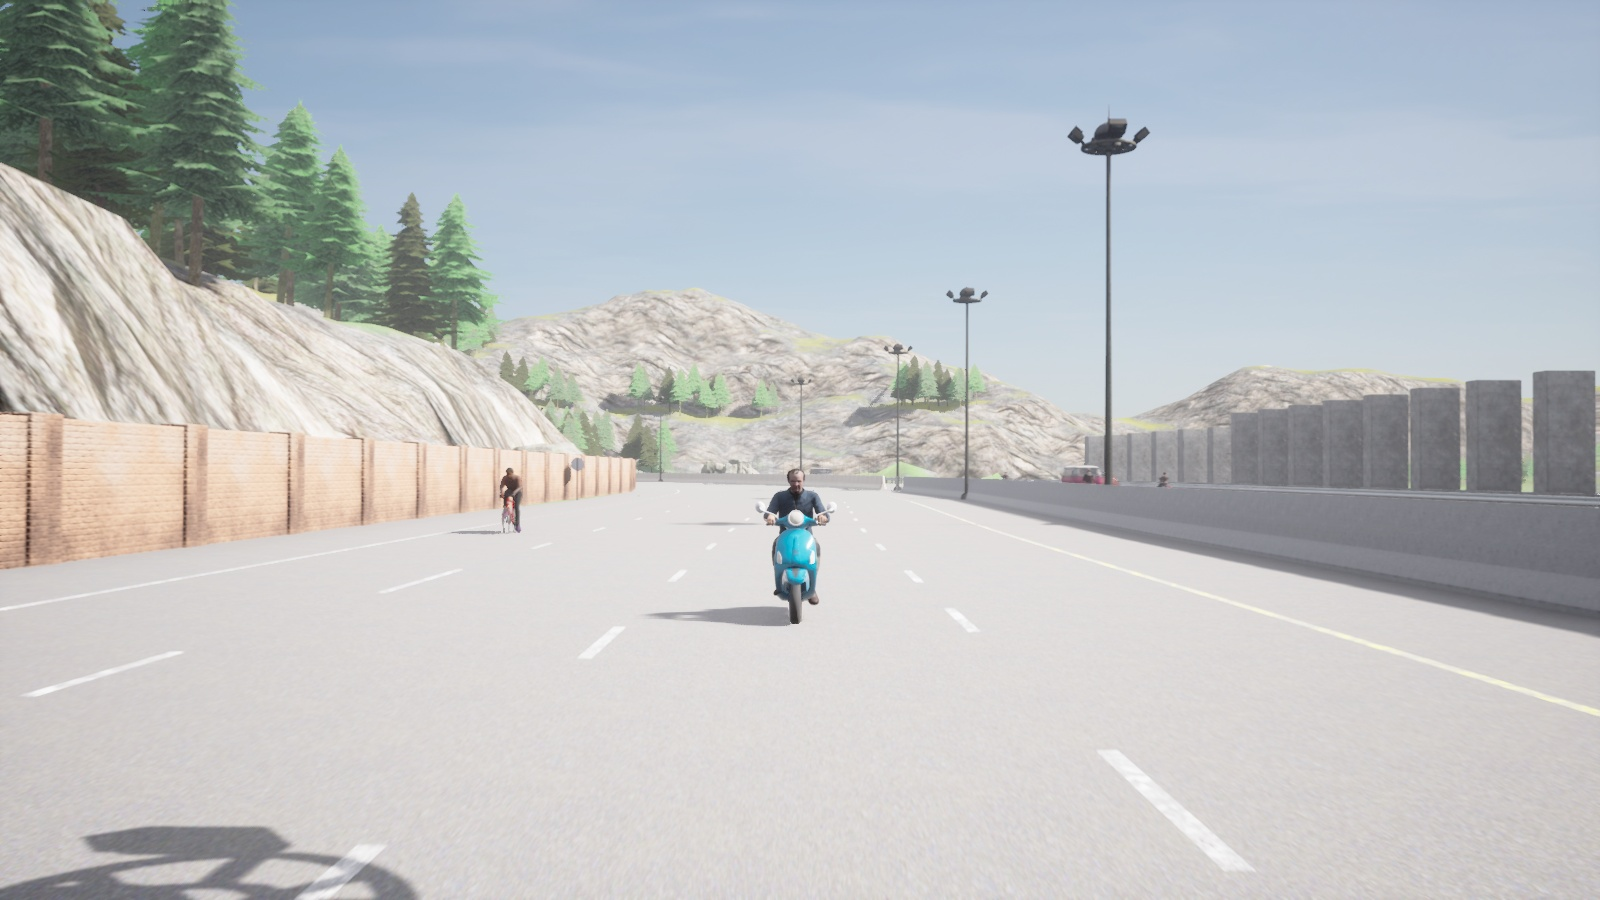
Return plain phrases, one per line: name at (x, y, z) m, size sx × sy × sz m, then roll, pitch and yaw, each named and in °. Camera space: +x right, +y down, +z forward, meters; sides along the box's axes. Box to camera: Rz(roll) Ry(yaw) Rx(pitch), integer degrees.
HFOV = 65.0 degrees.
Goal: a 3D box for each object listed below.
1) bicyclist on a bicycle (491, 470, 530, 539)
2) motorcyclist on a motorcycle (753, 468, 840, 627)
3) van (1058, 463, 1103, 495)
bicyclist on a bicycle at (-7.057, 1.309, 30.670) m, size 0.582 × 1.620 × 1.656 m, roll 0°, pitch -1°, yaw 0°
motorcyclist on a motorcycle at (-0.036, 0.994, 13.506) m, size 0.866 × 1.590 × 1.817 m, roll 0°, pitch -1°, yaw 0°
van at (17.915, 1.841, 80.346) m, size 1.775 × 1.987 × 4.442 m, roll 0°, pitch -1°, yaw -1°
